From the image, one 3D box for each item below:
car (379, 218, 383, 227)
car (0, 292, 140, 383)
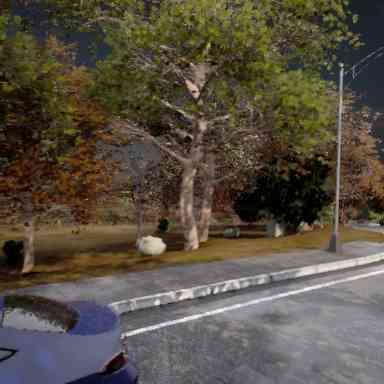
[{"bbox_3d":[25.233,3.662,41.566,4.892,1.490,1.837,4,-4,-36],"label":"car"},{"bbox_3d":[-2.624,1.522,2.158,4.674,1.442,1.812,0,0,-36],"label":"car"}]
